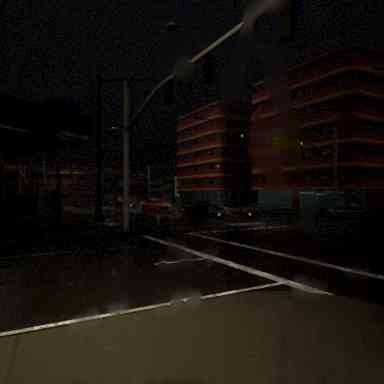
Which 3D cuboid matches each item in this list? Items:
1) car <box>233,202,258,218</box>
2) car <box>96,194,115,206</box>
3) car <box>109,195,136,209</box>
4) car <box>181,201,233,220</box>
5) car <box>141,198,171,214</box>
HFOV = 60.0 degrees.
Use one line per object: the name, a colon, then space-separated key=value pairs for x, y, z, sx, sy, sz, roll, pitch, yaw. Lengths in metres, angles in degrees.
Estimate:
car: x=3.811 y=1.601 z=30.347 sx=1.895 sy=1.301 sz=4.718 roll=0 pitch=0 yaw=-30
car: x=-14.188 y=1.505 z=53.759 sx=1.837 sy=1.490 sz=4.892 roll=0 pitch=0 yaw=-30
car: x=-9.079 y=1.492 z=44.988 sx=2.128 sy=1.511 sz=4.902 roll=0 pitch=0 yaw=-30
car: x=0.879 y=1.491 z=28.045 sx=2.128 sy=1.511 sz=4.902 roll=0 pitch=0 yaw=-30
car: x=-3.988 y=1.478 z=36.323 sx=1.882 sy=1.535 sz=5.008 roll=0 pitch=0 yaw=-30
